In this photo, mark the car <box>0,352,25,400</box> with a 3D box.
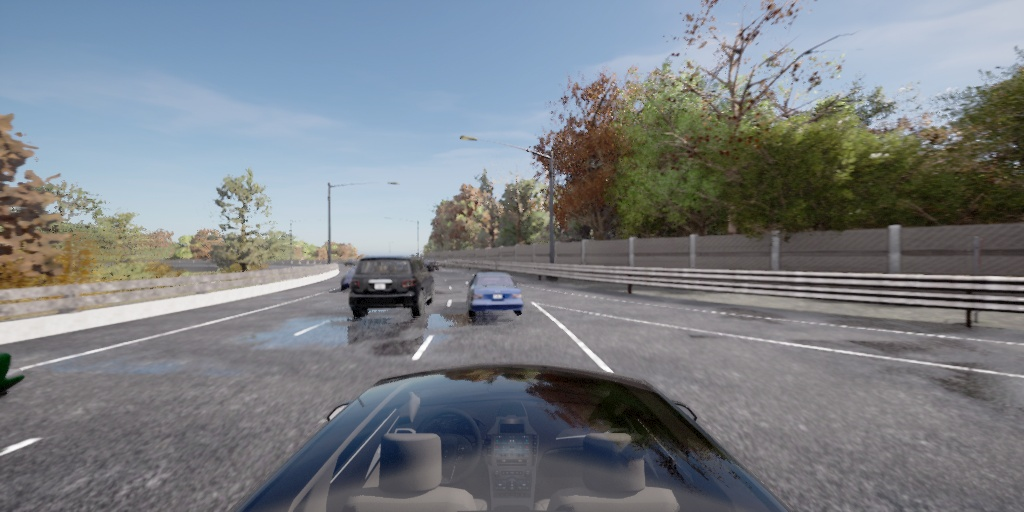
[{"bbox_3d":[-7.058,1.386,2.299,1.895,1.301,4.718,0,0,0],"label":"car"}]

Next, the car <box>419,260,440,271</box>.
[{"bbox_3d":[-11.843,1.283,51.058,1.837,1.490,4.892,0,-1,-26],"label":"car"}]

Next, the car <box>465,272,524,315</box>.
[{"bbox_3d":[-0.753,1.294,13.530,2.033,1.411,5.357,0,0,-7],"label":"car"}]

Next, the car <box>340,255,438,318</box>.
[{"bbox_3d":[-4.194,0.987,13.273,2.150,2.045,5.566,0,0,-6],"label":"car"}]
